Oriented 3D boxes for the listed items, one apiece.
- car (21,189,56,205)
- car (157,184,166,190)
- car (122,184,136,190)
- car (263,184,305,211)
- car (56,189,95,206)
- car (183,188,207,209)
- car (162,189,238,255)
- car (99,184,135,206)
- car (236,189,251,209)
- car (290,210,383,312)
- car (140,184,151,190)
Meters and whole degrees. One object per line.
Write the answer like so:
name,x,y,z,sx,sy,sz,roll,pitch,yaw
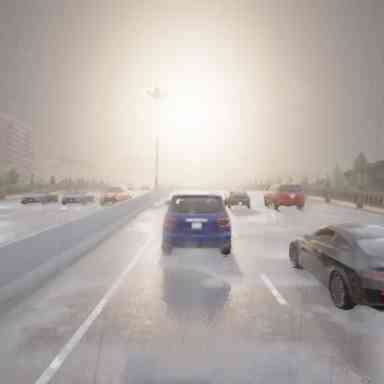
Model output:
car,-13.907,0.442,30.581,1.994,1.385,4.181,0,2,0
car,-6.534,-1.053,71.946,2.128,1.511,4.902,0,0,0
car,-13.534,-1.065,71.991,2.033,1.411,5.357,0,0,0
car,7.255,0.340,26.617,2.150,2.045,5.566,0,2,1
car,-10.407,0.454,30.589,1.994,1.385,4.181,0,2,0
car,0.275,0.458,29.318,1.882,1.535,5.008,0,2,0
car,0.159,0.925,12.105,2.150,2.045,5.566,0,3,0
car,-6.909,0.269,30.235,2.097,1.767,4.553,0,2,0
car,3.766,0.543,28.225,1.837,1.490,4.892,0,2,0
car,3.611,1.415,7.416,1.812,1.442,4.674,0,2,1
car,-10.034,-1.067,71.968,1.812,1.442,4.674,0,0,0
